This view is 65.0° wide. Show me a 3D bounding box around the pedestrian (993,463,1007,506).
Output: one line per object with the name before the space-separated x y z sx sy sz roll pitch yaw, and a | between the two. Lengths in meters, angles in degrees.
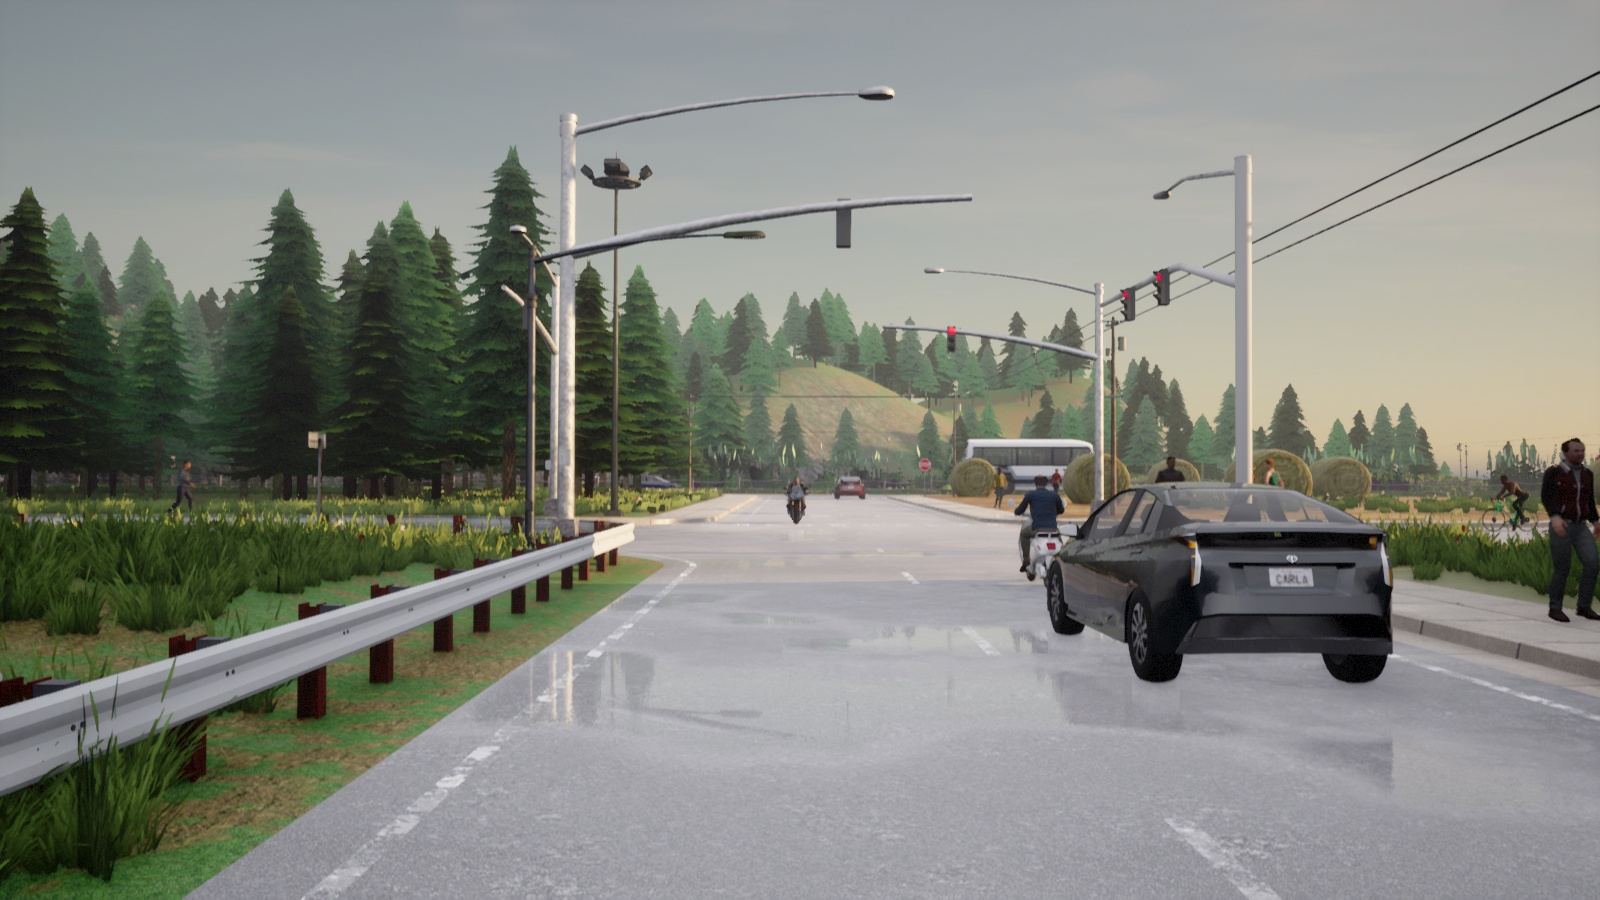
pedestrian | 8.604 1.500 54.049 0.370 1.835 0.726 0 -1 -6

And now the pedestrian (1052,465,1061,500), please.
pedestrian | 13.732 1.727 67.223 0.331 1.846 0.636 -1 -1 25

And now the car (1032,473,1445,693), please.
car | 3.473 0.971 11.015 2.007 1.525 4.514 0 -1 0

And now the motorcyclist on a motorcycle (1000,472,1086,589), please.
motorcyclist on a motorcycle | 3.454 1.116 17.988 0.866 1.590 1.817 0 -1 0

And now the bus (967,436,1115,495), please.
bus | 17.765 1.182 93.175 10.273 4.253 3.944 0 -1 3

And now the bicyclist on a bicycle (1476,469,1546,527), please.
bicyclist on a bicycle | 20.374 1.369 36.002 1.656 1.620 0.582 0 -2 -1

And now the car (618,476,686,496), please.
car | -11.124 2.701 94.478 4.792 1.488 2.163 0 -1 3

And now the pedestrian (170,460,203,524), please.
pedestrian | -18.863 1.295 38.596 0.788 1.949 0.423 0 -1 1

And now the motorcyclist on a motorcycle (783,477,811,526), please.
motorcyclist on a motorcycle | -0.103 1.653 40.465 0.866 1.530 2.191 0 -1 0

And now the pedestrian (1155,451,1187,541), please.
pedestrian | 7.664 0.948 25.958 0.431 1.840 0.703 0 -1 0

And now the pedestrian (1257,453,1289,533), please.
pedestrian | 11.016 0.990 29.261 0.345 1.836 0.594 1 -1 -38

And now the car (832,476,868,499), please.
car | 3.289 2.456 83.305 2.163 1.488 4.792 0 -1 0

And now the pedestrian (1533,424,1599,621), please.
pedestrian | 7.531 0.686 12.178 0.376 1.854 0.720 0 -1 -1
